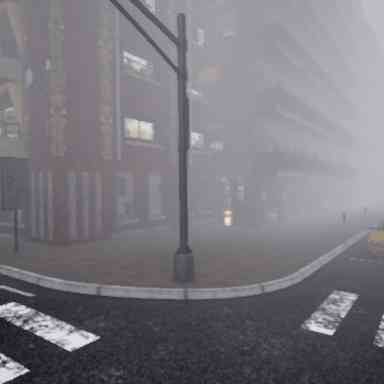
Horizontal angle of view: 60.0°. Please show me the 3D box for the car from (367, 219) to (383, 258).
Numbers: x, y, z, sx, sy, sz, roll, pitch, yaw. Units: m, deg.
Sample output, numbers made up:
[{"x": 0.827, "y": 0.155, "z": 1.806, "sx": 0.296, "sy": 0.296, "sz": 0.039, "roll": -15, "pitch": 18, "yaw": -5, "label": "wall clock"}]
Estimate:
[{"x": 7.543, "y": 1.507, "z": 12.159, "sx": 1.752, "sy": 1.417, "sz": 4.829, "roll": -1, "pitch": -1, "yaw": 35, "label": "car"}]
